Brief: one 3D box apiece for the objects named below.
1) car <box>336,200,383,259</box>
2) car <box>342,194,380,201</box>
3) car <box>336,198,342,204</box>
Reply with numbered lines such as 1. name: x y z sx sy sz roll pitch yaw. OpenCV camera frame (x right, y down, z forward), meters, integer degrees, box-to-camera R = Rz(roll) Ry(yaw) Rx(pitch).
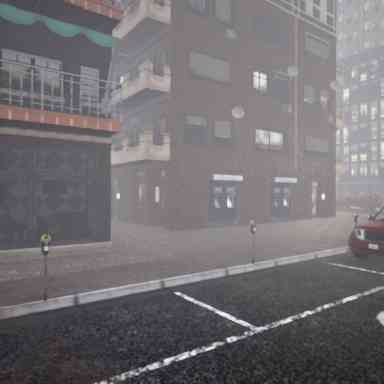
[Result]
1. car: 7.472 1.313 11.407 5.009 1.841 2.192 0 0 -35
2. car: 19.319 1.098 38.939 2.192 1.841 5.009 1 0 -36
3. car: 12.706 1.322 34.186 1.802 1.307 4.206 1 0 -36
